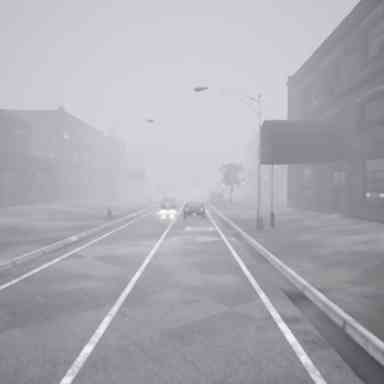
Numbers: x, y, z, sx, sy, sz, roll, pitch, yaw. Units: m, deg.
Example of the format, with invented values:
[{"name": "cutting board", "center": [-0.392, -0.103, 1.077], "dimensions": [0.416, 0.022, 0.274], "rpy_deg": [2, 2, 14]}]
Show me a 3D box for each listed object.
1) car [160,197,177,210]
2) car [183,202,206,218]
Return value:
[{"name": "car", "center": [-2.935, 1.378, 42.223], "dimensions": [2.128, 1.511, 4.902], "rpy_deg": [0, 0, 1]}, {"name": "car", "center": [0.202, 1.540, 29.794], "dimensions": [1.895, 1.301, 4.718], "rpy_deg": [0, 0, 0]}]
